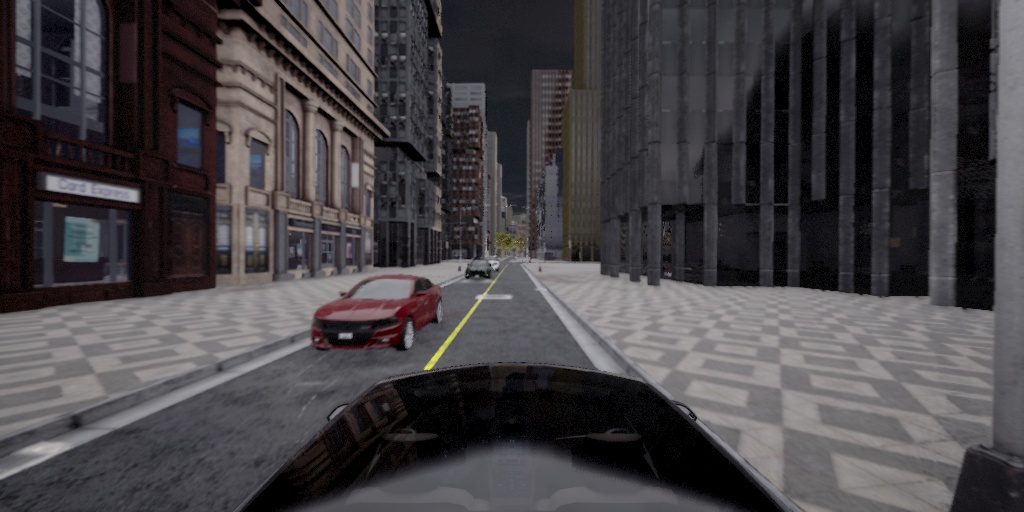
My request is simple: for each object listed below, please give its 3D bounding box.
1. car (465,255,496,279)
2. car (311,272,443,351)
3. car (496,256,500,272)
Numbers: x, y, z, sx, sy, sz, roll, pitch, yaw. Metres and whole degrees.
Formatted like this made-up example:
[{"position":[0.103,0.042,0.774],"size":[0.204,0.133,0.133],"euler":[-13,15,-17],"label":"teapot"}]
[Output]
[{"position":[-2.855,1.078,31.702],"size":[2.097,1.767,4.553],"euler":[0,0,0],"label":"car"},{"position":[-3.069,1.210,9.147],"size":[1.882,1.535,5.008],"euler":[0,0,0],"label":"car"},{"position":[-2.770,0.949,46.050],"size":[2.150,2.045,5.566],"euler":[0,0,0],"label":"car"}]
